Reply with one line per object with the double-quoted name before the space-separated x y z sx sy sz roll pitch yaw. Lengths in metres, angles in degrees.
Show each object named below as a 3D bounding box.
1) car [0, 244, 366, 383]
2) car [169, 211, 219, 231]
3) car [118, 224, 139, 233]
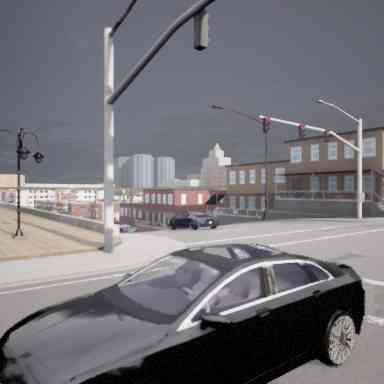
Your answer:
"car" 0.268 1.491 4.190 4.902 1.511 2.128 0 0 -36
"car" 0.061 2.048 24.187 1.994 1.385 4.181 0 -4 -36
"car" -7.108 3.959 33.911 1.812 1.442 4.674 0 -12 -36
